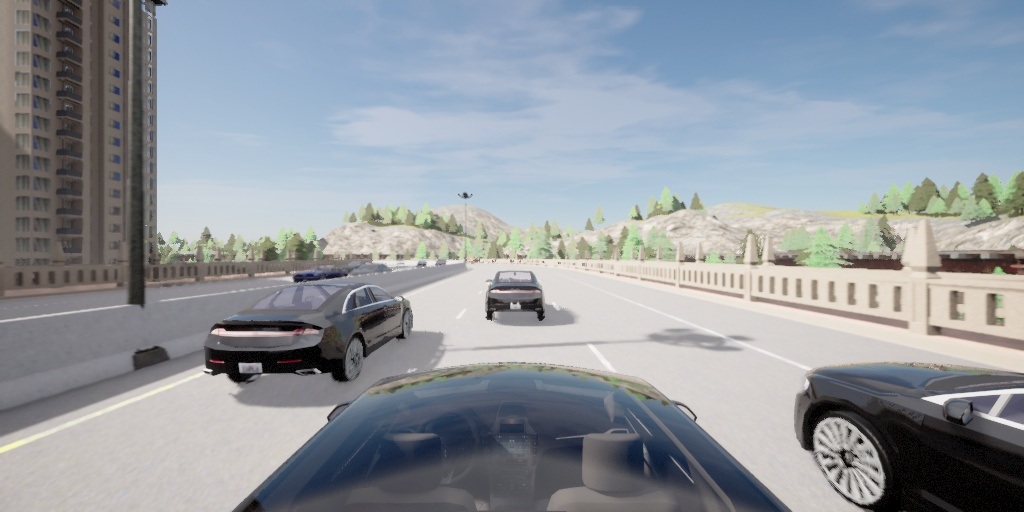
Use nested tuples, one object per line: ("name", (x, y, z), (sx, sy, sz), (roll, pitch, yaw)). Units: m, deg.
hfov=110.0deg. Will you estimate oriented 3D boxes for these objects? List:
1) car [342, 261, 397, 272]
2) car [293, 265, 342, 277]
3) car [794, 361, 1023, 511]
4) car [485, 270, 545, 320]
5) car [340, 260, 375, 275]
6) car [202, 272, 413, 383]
("car", (-10.596, 1.281, 27.143), (1.837, 1.490, 4.892), (0, 0, 0))
("car", (-14.096, 1.376, 26.609), (1.895, 1.301, 4.718), (0, 0, 0))
("car", (3.601, 1.241, 1.420), (2.128, 1.511, 4.902), (0, 0, 0))
("car", (0.101, 1.246, 12.694), (2.128, 1.511, 4.902), (0, 0, 0))
("car", (-17.623, 1.289, 41.085), (1.882, 1.535, 5.008), (0, 0, 0))
("car", (-3.399, 1.242, 7.087), (2.128, 1.511, 4.902), (0, 0, 0))
